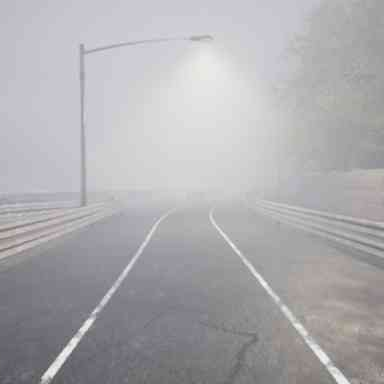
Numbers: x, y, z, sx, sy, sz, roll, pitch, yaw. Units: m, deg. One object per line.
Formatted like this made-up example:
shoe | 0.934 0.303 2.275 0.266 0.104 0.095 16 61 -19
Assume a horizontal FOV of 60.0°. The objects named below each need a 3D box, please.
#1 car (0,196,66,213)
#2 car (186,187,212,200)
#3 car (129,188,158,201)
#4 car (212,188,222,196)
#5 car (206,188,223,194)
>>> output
car | -11.600 1.116 24.033 2.033 1.411 5.357 0 1 24
car | 0.710 0.369 50.830 2.128 1.511 4.902 0 1 25
car | -7.536 0.460 49.691 1.837 1.490 4.892 0 1 25
car | 4.202 0.055 66.688 1.994 1.385 4.181 0 1 25
car | 5.218 -0.214 77.163 2.033 1.411 5.357 0 1 25
